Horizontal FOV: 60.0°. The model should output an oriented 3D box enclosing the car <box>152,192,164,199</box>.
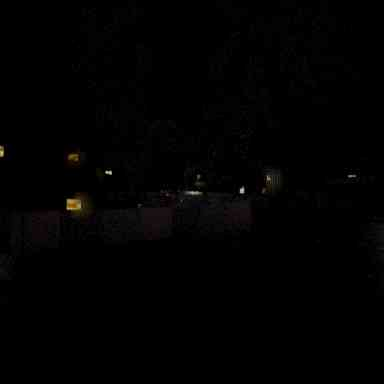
[{"bbox_3d":[-6.441,0.646,61.678,1.812,1.442,4.674,1,0,-21],"label":"car"}]
